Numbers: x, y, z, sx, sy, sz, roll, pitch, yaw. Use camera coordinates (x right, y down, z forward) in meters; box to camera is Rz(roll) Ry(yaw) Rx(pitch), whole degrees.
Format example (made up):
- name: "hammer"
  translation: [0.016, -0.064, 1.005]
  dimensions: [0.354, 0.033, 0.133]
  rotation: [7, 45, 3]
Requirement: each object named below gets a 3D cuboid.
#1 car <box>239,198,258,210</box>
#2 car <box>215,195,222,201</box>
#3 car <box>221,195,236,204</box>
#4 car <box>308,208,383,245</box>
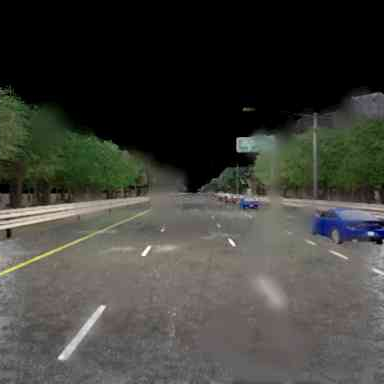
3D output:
- name: "car"
  translation: [7.112, 1.474, 42.185]
  dimensions: [1.882, 1.535, 5.008]
  rotation: [0, 0, 0]
- name: "car"
  translation: [7.301, 1.411, 79.768]
  dimensions: [1.882, 1.535, 5.008]
  rotation: [0, 0, 0]
- name: "car"
  translation: [7.220, 1.478, 63.790]
  dimensions: [1.812, 1.442, 4.674]
  rotation: [0, 0, 0]
- name: "car"
  translation: [7.018, 1.494, 15.521]
  dimensions: [1.882, 1.535, 5.008]
  rotation: [0, 0, 0]
